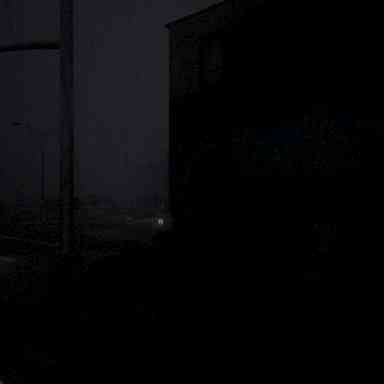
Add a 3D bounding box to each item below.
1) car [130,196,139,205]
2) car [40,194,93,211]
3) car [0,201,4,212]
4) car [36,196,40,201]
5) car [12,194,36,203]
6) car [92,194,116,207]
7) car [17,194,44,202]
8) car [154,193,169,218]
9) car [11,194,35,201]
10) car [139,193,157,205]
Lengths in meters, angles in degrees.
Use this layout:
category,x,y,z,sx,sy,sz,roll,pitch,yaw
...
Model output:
category,x,y,z,sx,sy,sz,roll,pitch,yaw
car,-8.266,1.372,54.664,1.970,1.475,3.806,0,0,35
car,-13.332,1.309,35.560,2.007,1.523,4.514,0,0,35
car,-20.409,1.243,31.952,1.970,1.475,3.806,0,0,35
car,-22.886,1.307,55.559,2.007,1.523,4.514,0,0,35
car,-30.994,1.327,61.401,1.845,1.501,3.633,0,0,35
car,-13.163,1.108,47.741,1.932,1.855,4.605,0,0,35
car,-36.174,1.337,74.530,2.152,1.636,5.027,0,0,35
car,-0.551,1.175,27.080,2.097,1.767,4.553,0,0,36
car,-38.758,1.346,76.311,2.007,1.523,4.514,0,0,35
car,-5.915,1.088,52.234,1.905,1.878,3.866,0,0,35
